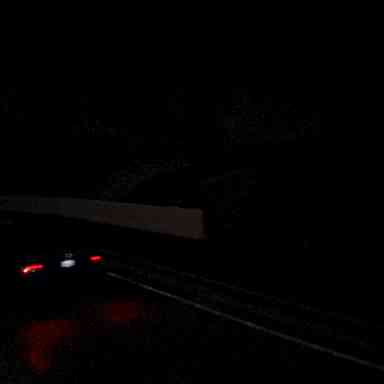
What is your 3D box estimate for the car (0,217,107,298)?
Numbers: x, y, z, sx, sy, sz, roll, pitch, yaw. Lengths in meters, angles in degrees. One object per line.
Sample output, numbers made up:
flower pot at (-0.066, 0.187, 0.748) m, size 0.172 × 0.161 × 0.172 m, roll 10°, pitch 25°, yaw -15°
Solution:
car at (-4.110, 1.320, 8.006) m, size 5.357 × 1.411 × 2.033 m, roll 2°, pitch 1°, yaw 45°
